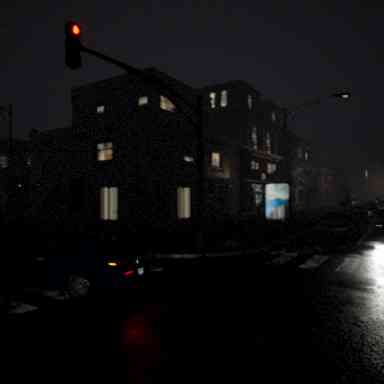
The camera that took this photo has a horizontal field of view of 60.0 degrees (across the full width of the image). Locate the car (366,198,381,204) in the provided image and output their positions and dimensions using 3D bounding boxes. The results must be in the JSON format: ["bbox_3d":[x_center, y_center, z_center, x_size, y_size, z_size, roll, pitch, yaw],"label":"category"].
[{"bbox_3d":[19.603,1.737,36.514,1.967,1.590,4.097,-1,-1,32],"label":"car"}]

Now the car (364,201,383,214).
[{"bbox_3d":[22.461,1.856,41.038,1.752,1.417,4.829,-1,-1,32],"label":"car"}]

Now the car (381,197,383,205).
[{"bbox_3d":[43.197,2.027,73.861,1.967,1.590,4.097,-1,-1,32],"label":"car"}]

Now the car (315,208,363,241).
[{"bbox_3d":[7.807,1.740,17.840,1.802,1.307,4.206,-1,-1,32],"label":"car"}]

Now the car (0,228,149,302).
[{"bbox_3d":[-3.377,1.631,8.223,4.674,1.442,1.812,0,0,15],"label":"car"}]

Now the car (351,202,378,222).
[{"bbox_3d":[13.704,1.778,27.176,2.008,1.369,4.403,-1,-1,32],"label":"car"}]

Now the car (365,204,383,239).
[{"bbox_3d":[10.708,1.625,17.577,2.128,1.511,4.902,-1,-1,32],"label":"car"}]

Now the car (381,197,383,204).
[{"bbox_3d":[19.376,1.457,31.178,2.150,2.045,5.566,-1,-1,33],"label":"car"}]
